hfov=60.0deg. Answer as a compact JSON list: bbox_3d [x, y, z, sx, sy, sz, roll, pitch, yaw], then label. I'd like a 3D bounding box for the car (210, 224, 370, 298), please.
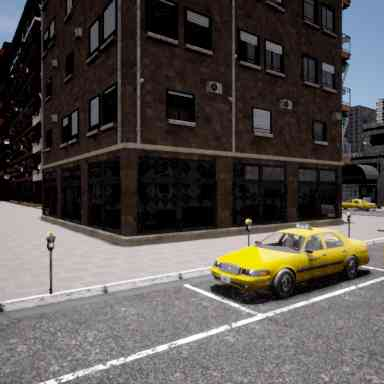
[{"bbox_3d":[2.671,1.525,8.478,4.829,1.417,1.752,0,0,-36],"label":"car"}]

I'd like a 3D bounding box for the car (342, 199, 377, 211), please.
[{"bbox_3d":[19.322,1.469,39.712,1.752,1.417,4.829,0,0,-35],"label":"car"}]
